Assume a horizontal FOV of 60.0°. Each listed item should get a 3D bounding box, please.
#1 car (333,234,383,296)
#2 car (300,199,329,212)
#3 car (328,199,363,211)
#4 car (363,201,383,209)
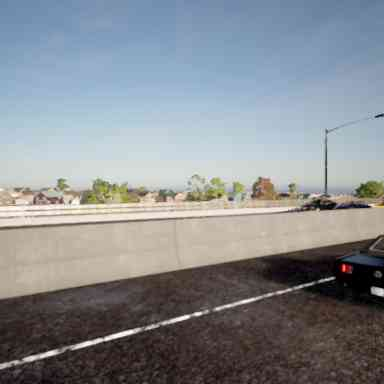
[{"bbox_3d":[5.328,1.579,7.509,4.718,1.301,1.895,0,0,-35],"label":"car"},{"bbox_3d":[13.272,1.459,34.587,4.892,1.490,1.837,0,0,-34],"label":"car"},{"bbox_3d":[15.428,1.519,31.819,4.181,1.385,1.994,0,0,-34],"label":"car"},{"bbox_3d":[17.291,1.434,28.857,5.008,1.535,1.882,0,0,-34],"label":"car"}]
